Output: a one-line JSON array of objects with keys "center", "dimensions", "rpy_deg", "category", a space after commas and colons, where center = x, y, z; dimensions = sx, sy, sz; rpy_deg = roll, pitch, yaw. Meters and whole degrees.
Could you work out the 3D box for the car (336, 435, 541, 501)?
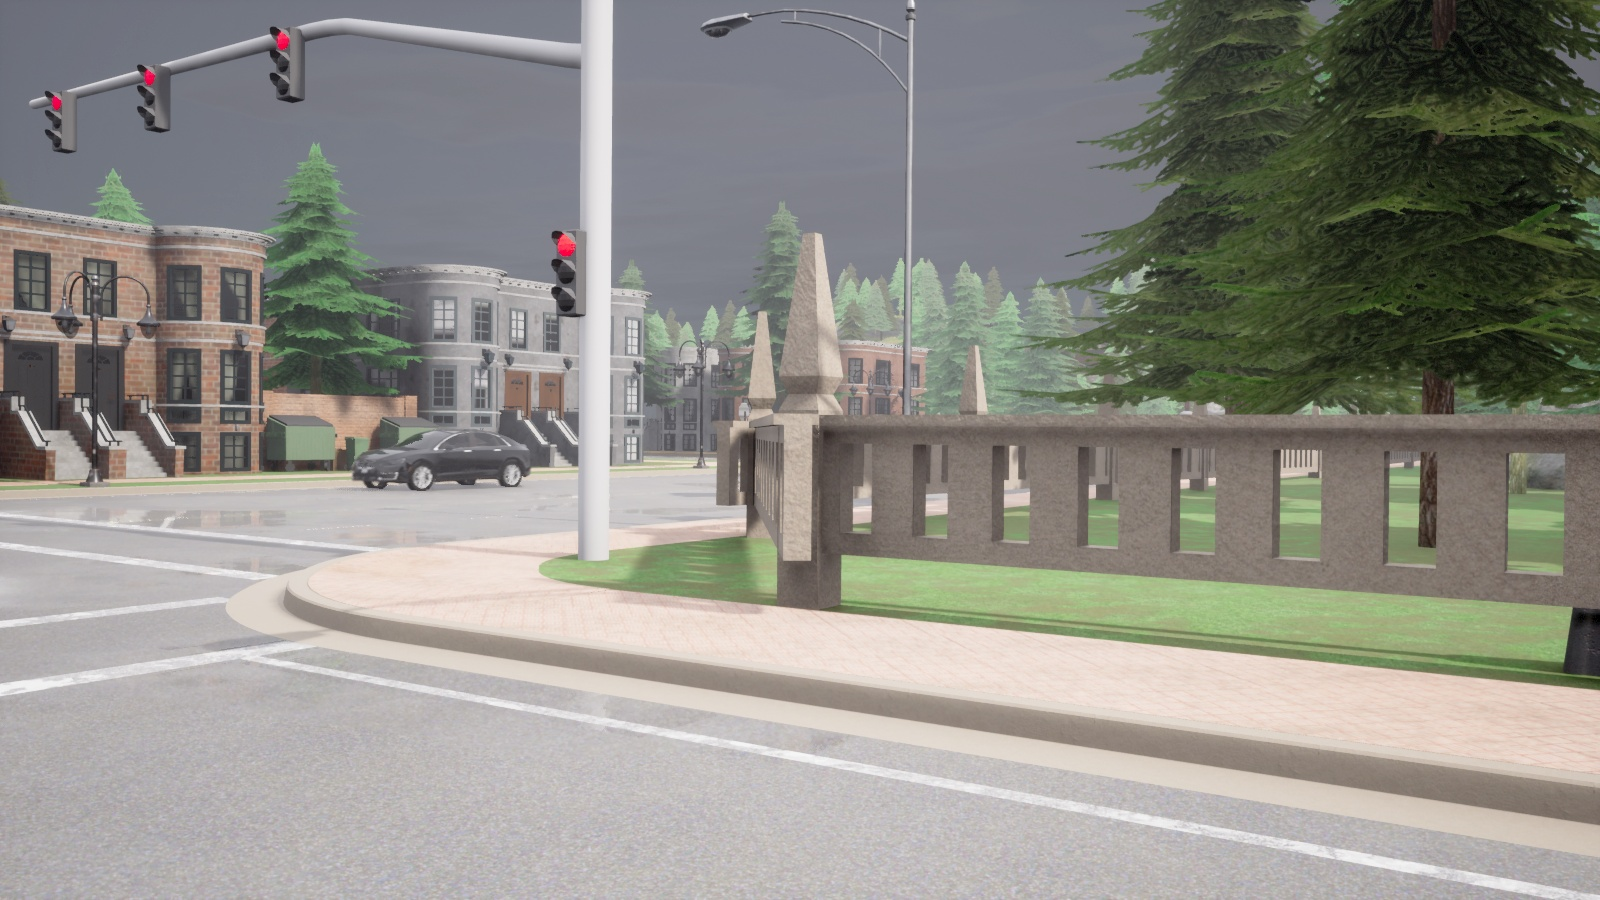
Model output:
[{"center": [-8.943, 0.387, 31.487], "dimensions": [1.837, 1.490, 4.892], "rpy_deg": [0, 1, 34], "category": "car"}]
